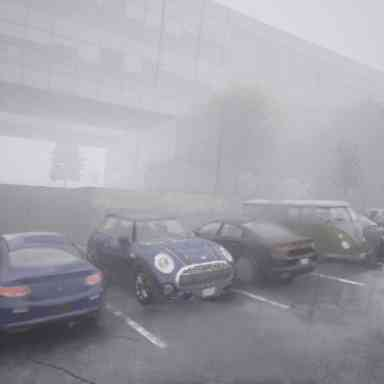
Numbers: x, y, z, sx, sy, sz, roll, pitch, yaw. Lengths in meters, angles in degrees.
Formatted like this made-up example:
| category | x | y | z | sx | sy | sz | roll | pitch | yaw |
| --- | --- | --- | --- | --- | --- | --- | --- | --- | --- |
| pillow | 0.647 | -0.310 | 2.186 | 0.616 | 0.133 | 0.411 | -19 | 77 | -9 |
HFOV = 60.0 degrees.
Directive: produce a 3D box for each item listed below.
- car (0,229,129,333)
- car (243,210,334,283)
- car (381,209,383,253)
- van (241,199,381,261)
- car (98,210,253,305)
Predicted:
| category | x | y | z | sx | sy | sz | roll | pitch | yaw |
| --- | --- | --- | --- | --- | --- | --- | --- | --- | --- |
| car | -3.223 | 1.520 | 6.664 | 2.002 | 1.452 | 4.674 | 0 | 0 | -36 |
| car | 1.225 | 1.481 | 9.835 | 2.097 | 1.535 | 5.008 | 0 | 0 | -36 |
| car | 5.868 | 1.485 | 13.162 | 2.231 | 1.521 | 4.892 | 0 | 0 | -35 |
| van | 3.665 | 1.257 | 11.439 | 1.878 | 1.987 | 4.442 | 0 | 0 | -36 |
| car | -0.969 | 1.355 | 8.313 | 2.185 | 1.767 | 4.553 | 0 | 0 | -35 |
